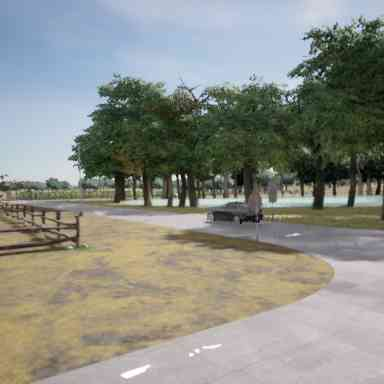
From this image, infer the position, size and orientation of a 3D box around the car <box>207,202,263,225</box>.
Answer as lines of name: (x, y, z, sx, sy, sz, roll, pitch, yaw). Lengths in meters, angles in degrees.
car: (3.029, 1.515, 24.268, 1.837, 1.490, 4.892, -3, 2, -33)
